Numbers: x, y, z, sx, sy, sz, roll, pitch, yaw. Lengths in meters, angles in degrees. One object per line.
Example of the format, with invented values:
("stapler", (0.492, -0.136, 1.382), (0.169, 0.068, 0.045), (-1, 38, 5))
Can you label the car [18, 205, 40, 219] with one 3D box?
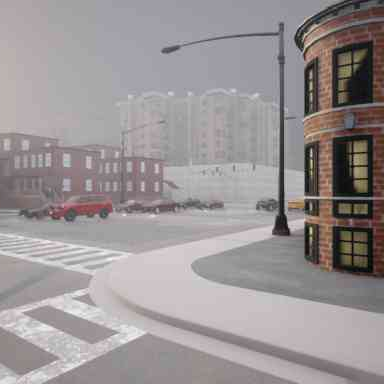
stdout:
("car", (-12.188, 1.550, 29.220), (2.033, 1.411, 5.357), (0, 0, 36))

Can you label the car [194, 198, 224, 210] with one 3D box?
("car", (2.539, 1.566, 43.761), (1.994, 1.385, 4.181), (0, 0, 35))

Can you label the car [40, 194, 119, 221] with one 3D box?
("car", (-9.108, 1.224, 27.509), (2.150, 2.045, 5.566), (0, 0, 36))

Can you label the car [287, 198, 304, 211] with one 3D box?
("car", (13.185, 1.479, 40.296), (1.882, 1.535, 5.008), (0, 0, 36))

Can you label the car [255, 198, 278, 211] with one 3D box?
("car", (9.516, 1.507, 41.210), (1.837, 1.490, 4.892), (0, 0, 36))

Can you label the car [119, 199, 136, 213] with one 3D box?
("car", (-6.458, 1.528, 37.212), (1.812, 1.442, 4.674), (0, 0, 35))

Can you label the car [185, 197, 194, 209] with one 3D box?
("car", (-0.681, 1.494, 45.274), (2.128, 1.511, 4.902), (0, 0, 36))

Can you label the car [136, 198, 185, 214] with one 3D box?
("car", (-3.312, 1.480, 35.609), (1.882, 1.535, 5.008), (0, 0, 36))
